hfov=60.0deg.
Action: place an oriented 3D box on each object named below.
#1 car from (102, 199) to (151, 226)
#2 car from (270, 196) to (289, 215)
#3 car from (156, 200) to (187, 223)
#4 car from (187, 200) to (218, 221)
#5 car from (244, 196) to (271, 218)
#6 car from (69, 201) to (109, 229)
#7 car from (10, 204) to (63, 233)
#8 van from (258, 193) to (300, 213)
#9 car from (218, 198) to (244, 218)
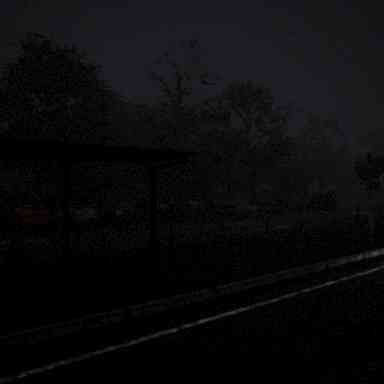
[{"bbox_3d":[-5.101,1.303,23.127,2.185,1.767,4.553,0,0,-36],"label":"car"},{"bbox_3d":[6.181,1.367,31.207,2.163,1.488,4.792,0,0,-36],"label":"car"},{"bbox_3d":[-2.829,1.409,24.723,2.097,1.535,5.008,0,0,-36],"label":"car"},{"bbox_3d":[-0.566,1.392,26.329,2.231,1.521,4.892,0,0,-36],"label":"car"},{"bbox_3d":[4.049,1.352,29.415,1.946,1.575,5.366,0,0,-36],"label":"car"},{"bbox_3d":[-7.337,1.487,21.483,2.002,1.452,4.674,0,0,-36],"label":"car"},{"bbox_3d":[-9.592,1.466,19.865,2.097,1.535,5.008,0,0,-36],"label":"car"},{"bbox_3d":[8.520,1.094,32.702,1.878,1.987,4.442,0,0,-36],"label":"van"},{"bbox_3d":[1.669,1.402,27.974,2.163,1.488,4.792,0,0,-36],"label":"car"}]
